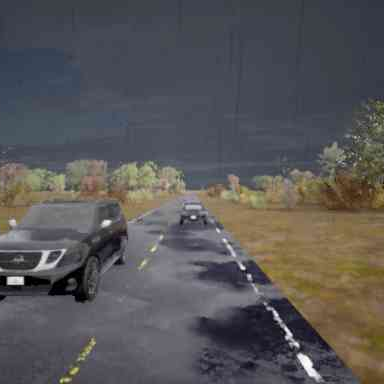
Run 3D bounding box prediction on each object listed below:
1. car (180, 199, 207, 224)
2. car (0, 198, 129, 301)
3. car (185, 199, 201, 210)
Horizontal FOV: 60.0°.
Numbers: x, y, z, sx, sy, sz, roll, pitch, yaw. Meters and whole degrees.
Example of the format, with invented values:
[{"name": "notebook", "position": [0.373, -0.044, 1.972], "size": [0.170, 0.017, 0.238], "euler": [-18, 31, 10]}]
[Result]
[{"name": "car", "position": [0.101, 1.486, 24.161], "size": [1.812, 1.442, 4.674], "euler": [0, 0, 0]}, {"name": "car", "position": [-3.101, 1.206, 8.615], "size": [2.150, 2.045, 5.566], "euler": [0, 0, 0]}, {"name": "car", "position": [0.101, 1.532, 42.028], "size": [1.895, 1.301, 4.718], "euler": [0, 0, 0]}]
